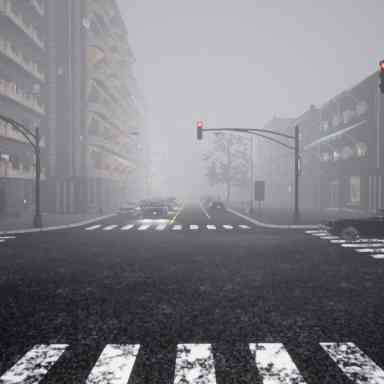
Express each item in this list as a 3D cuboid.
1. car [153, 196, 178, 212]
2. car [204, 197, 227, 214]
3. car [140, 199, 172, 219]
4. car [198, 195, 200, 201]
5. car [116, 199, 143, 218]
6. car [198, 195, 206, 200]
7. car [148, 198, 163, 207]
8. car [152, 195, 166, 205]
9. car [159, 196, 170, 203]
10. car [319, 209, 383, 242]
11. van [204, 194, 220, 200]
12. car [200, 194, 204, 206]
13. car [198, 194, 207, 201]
[{"bbox_3d":[-3.103,1.535,39.589,2.033,1.411,5.357,0,0,0],"label":"car"},{"bbox_3d":[2.684,1.555,35.707,1.947,1.339,4.313,0,0,0],"label":"car"},{"bbox_3d":[-3.112,1.556,29.341,1.994,1.385,4.181,0,0,-1],"label":"car"},{"bbox_3d":[2.679,1.280,74.441,2.192,1.841,5.009,0,0,0],"label":"car"},{"bbox_3d":[-5.696,1.542,30.180,2.008,1.369,4.403,0,0,0],"label":"car"},{"bbox_3d":[2.679,1.495,91.041,1.887,1.381,4.507,0,0,0],"label":"car"},{"bbox_3d":[-5.698,1.562,52.314,1.802,1.307,4.206,0,0,0],"label":"car"},{"bbox_3d":[-5.700,1.417,57.847,1.967,1.590,4.097,0,0,0],"label":"car"},{"bbox_3d":[-5.699,1.551,68.915,1.802,1.307,4.206,0,0,0],"label":"car"},{"bbox_3d":[8.194,1.421,14.630,4.718,1.301,1.895,-1,1,6],"label":"car"},{"bbox_3d":[2.682,1.327,41.240,1.690,1.788,3.998,0,0,0],"label":"van"},{"bbox_3d":[2.682,1.420,52.308,1.967,1.590,4.097,0,0,0],"label":"car"},{"bbox_3d":[2.678,1.396,85.508,1.967,1.590,4.097,0,0,0],"label":"car"}]
